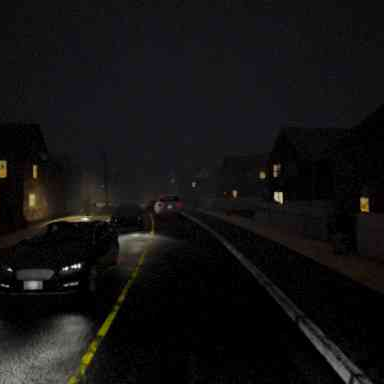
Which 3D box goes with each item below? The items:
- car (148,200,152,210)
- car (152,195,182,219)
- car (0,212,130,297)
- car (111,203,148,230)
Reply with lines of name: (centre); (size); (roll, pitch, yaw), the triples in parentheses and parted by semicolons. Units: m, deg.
car: (-4.907, 1.666, 44.584); (1.994, 1.385, 4.181); (0, 0, -12)
car: (-2.169, 1.266, 29.666); (2.150, 2.045, 5.566); (0, 0, -8)
car: (-3.131, 1.507, 8.758); (2.128, 1.511, 4.902); (0, 0, -3)
car: (-4.063, 1.516, 21.515); (1.882, 1.535, 5.008); (0, 0, -6)
